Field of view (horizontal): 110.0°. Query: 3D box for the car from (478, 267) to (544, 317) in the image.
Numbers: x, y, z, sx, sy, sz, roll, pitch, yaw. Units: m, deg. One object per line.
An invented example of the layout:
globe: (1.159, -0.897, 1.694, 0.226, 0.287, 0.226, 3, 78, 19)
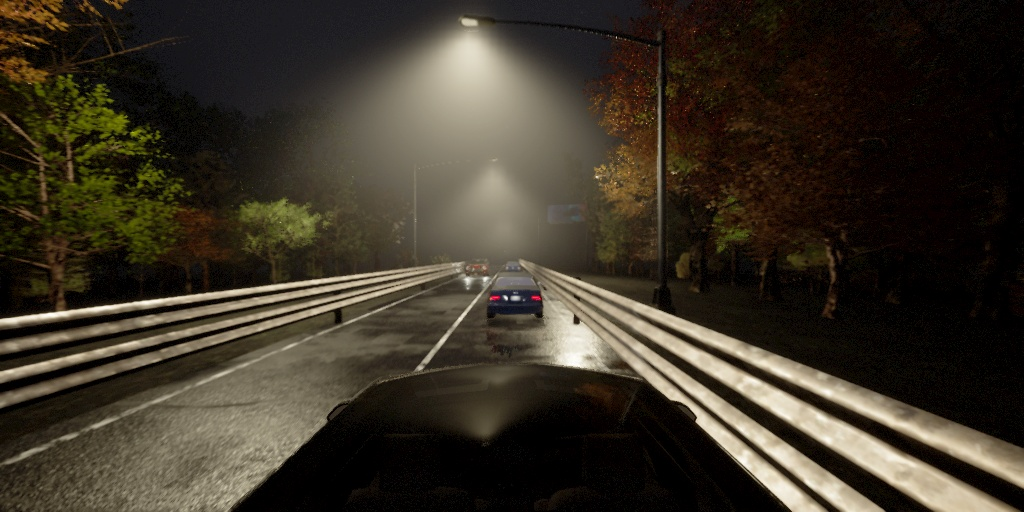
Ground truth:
car: (0.101, 1.279, 12.976, 2.033, 1.411, 5.357, 0, 0, 0)

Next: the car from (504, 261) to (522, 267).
car: (0.098, 1.283, 38.875, 2.033, 1.411, 5.357, 0, 0, 0)

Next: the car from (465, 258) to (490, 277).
car: (-3.344, 1.087, 35.480, 2.097, 1.767, 4.553, 0, 0, 0)
